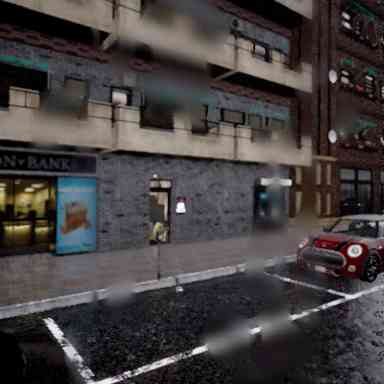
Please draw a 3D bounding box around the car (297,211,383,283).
[{"bbox_3d":[4.854,1.405,9.530,4.097,1.590,1.967,0,1,-35],"label":"car"}]

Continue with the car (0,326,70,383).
[{"bbox_3d":[-2.861,1.498,1.037,4.902,1.511,2.128,0,0,-35],"label":"car"}]
